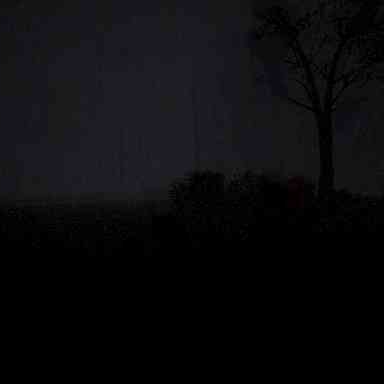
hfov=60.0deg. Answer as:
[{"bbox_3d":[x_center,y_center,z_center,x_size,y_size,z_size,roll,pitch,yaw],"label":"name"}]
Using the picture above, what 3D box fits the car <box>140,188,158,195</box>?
[{"bbox_3d":[-8.929,0.098,72.570,2.150,2.045,5.566,0,1,32],"label":"car"}]
